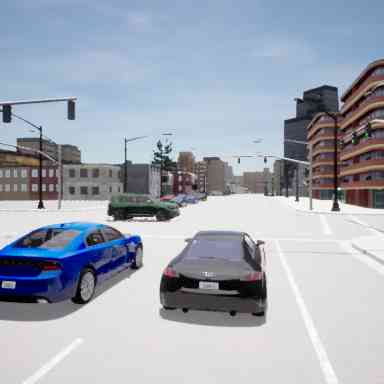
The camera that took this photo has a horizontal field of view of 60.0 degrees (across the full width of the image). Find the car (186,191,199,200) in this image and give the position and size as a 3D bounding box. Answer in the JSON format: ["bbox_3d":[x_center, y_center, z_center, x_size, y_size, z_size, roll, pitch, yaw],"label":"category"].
[{"bbox_3d":[0.054,0.752,74.923,2.097,1.767,4.553,0,1,11],"label":"car"}]

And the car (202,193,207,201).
[{"bbox_3d":[1.872,1.052,66.107,1.837,1.490,4.892,0,1,12],"label":"car"}]

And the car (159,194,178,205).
[{"bbox_3d":[-3.795,1.226,55.468,1.882,1.535,5.008,0,1,11],"label":"car"}]

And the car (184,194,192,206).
[{"bbox_3d":[-1.921,1.409,46.879,2.033,1.411,5.357,0,1,11],"label":"car"}]

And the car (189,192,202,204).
[{"bbox_3d":[-0.087,1.249,56.284,1.812,1.442,4.674,0,1,11],"label":"car"}]

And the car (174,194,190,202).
[{"bbox_3d":[-1.889,1.125,65.119,2.033,1.411,5.357,0,1,11],"label":"car"}]

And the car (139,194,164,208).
[{"bbox_3d":[-5.557,1.230,46.502,2.097,1.767,4.553,0,1,11],"label":"car"}]

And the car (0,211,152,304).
[{"bbox_3d":[-2.747,1.478,8.276,1.882,1.535,5.008,0,0,11],"label":"car"}]

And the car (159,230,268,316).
[{"bbox_3d":[0.690,1.564,7.630,1.994,1.385,4.181,0,0,12],"label":"car"}]

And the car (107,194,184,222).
[{"bbox_3d":[-3.742,1.195,25.537,5.566,2.045,2.150,0,0,10],"label":"car"}]
